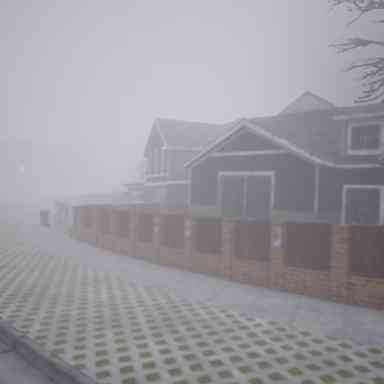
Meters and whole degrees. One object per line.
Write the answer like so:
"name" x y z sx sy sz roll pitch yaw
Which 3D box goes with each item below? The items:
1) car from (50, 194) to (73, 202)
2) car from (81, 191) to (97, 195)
"car" -21.492 0.914 55.411 1.895 1.301 4.718 2 2 7
"car" -20.048 0.537 65.420 1.812 1.442 4.674 2 2 14
